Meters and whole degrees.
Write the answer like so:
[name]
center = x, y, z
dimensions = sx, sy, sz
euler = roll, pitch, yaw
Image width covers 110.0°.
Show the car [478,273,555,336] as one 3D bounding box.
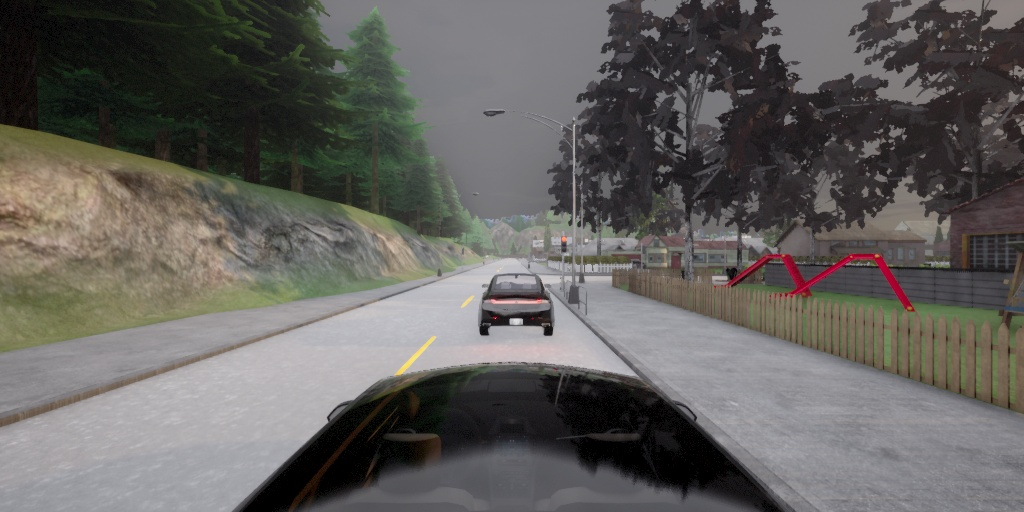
[car]
center = 0.125, 1.242, 10.364
dimensions = 2.128, 1.511, 4.902
euler = 0, 0, 1
